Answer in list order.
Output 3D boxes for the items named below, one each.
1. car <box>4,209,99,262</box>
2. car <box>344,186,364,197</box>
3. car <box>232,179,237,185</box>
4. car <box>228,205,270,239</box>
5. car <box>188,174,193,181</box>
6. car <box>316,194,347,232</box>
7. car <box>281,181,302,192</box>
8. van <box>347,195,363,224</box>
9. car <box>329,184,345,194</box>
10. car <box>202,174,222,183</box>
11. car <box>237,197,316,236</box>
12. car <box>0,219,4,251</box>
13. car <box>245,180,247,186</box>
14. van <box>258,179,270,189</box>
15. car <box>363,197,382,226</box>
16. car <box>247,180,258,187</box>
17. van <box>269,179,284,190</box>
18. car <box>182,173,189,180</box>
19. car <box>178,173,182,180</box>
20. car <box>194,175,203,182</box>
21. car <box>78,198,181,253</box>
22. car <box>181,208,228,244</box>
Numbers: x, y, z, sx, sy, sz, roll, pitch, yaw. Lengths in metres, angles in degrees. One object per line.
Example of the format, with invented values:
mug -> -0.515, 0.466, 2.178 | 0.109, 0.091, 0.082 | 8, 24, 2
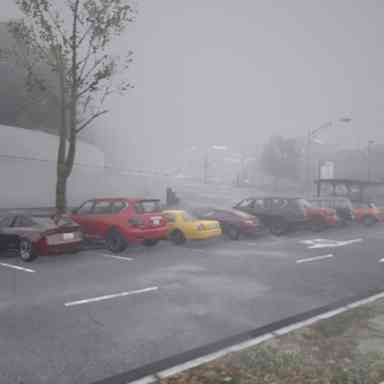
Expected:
car -> -5.990, 1.530, 12.278 | 4.792, 1.488, 2.163 | -1, -1, 35
car -> 26.141, 0.298, 52.873 | 2.002, 1.452, 4.674 | 7, 3, 35
car -> 10.597, -2.154, 75.075 | 2.002, 1.452, 4.674 | 7, 3, 35
car -> 1.378, 1.582, 17.482 | 4.674, 1.452, 2.002 | -1, -1, 35
car -> 1.844, -3.688, 87.309 | 2.185, 1.767, 4.553 | 6, 3, 34
car -> 6.317, 1.320, 20.948 | 5.566, 2.045, 2.435 | -1, -1, 35
car -> 19.237, -0.830, 62.730 | 2.231, 1.521, 4.892 | 7, 3, 35
van -> 8.855, 1.359, 22.619 | 4.442, 1.987, 1.878 | -1, -1, 35
car -> 24.450, -0.264, 55.346 | 2.435, 2.045, 5.566 | 7, 3, 35
car -> 5.490, -3.013, 82.584 | 1.946, 1.575, 5.366 | 7, 3, 34
car -> 3.805, 1.306, 19.241 | 5.566, 2.045, 2.435 | -1, -1, 35
car -> -8.409, 1.490, 10.530 | 4.892, 1.521, 2.231 | -1, -1, 34
car -> 12.340, -1.881, 72.613 | 2.002, 1.452, 4.674 | 7, 3, 35
van -> 15.748, -1.602, 67.563 | 1.878, 1.987, 4.442 | 7, 3, 35
car -> 11.263, 1.475, 24.370 | 4.553, 1.767, 2.185 | -1, -1, 35
car -> 14.172, -1.649, 70.293 | 1.946, 1.575, 5.366 | 7, 3, 35
van -> 17.477, -1.329, 65.092 | 1.878, 1.987, 4.442 | 7, 3, 35
car -> 0.113, -3.922, 89.778 | 2.185, 1.767, 4.553 | 4, 1, 33
car -> -1.659, -4.200, 92.125 | 2.435, 2.045, 5.566 | 1, -2, 34
car -> 3.639, -3.536, 84.843 | 2.435, 2.045, 5.566 | 7, 3, 34
car -> -3.546, 1.263, 14.025 | 5.566, 2.045, 2.435 | -1, -1, 34
car -> -1.228, 1.527, 15.853 | 5.366, 1.575, 1.946 | -1, -1, 35
